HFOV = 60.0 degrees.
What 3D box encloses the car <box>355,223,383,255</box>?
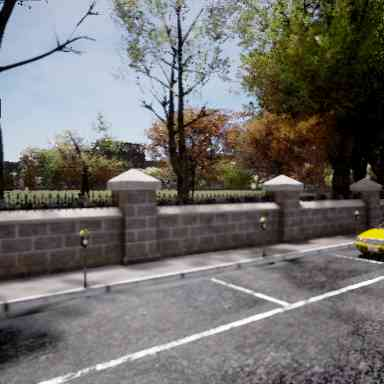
[{"bbox_3d":[7.794,1.496,12.132,4.829,1.417,1.752,0,0,-36],"label":"car"}]
